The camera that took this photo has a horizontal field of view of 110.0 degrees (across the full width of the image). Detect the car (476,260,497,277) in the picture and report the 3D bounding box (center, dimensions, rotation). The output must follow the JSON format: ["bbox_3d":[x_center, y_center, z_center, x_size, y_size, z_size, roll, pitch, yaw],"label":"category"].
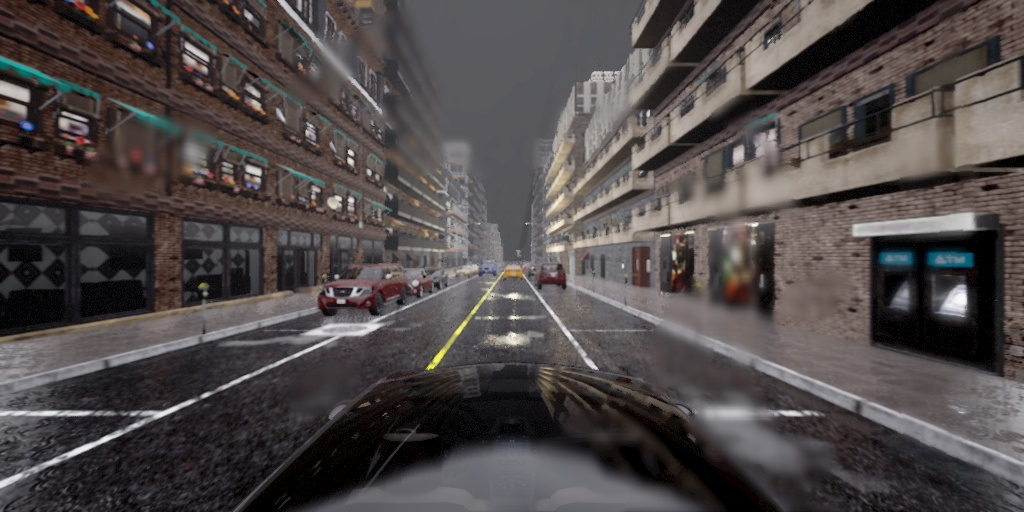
[{"bbox_3d":[-3.053,1.554,45.846,2.150,2.045,5.566,0,-1,0],"label":"car"}]

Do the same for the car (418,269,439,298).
[{"bbox_3d":[-5.676,1.431,20.108,1.967,1.591,4.097,0,0,0],"label":"car"}]

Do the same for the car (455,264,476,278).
[{"bbox_3d":[-5.656,1.816,42.593,1.751,1.417,4.829,0,0,0],"label":"car"}]

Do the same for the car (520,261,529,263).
[{"bbox_3d":[2.745,2.032,65.376,1.967,1.591,4.097,0,0,0],"label":"car"}]

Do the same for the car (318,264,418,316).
[{"bbox_3d":[-5.681,1.232,14.446,2.192,1.841,5.009,0,0,0],"label":"car"}]

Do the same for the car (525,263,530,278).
[{"bbox_3d":[2.725,1.856,42.723,1.948,1.339,4.313,0,0,0],"label":"car"}]

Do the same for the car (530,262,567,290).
[{"bbox_3d":[2.710,1.380,25.733,2.192,1.841,5.009,0,0,0],"label":"car"}]

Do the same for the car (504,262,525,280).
[{"bbox_3d":[0.129,1.702,37.740,1.882,1.535,5.008,0,-1,0],"label":"car"}]

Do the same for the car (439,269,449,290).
[{"bbox_3d":[-5.671,1.632,25.772,1.948,1.339,4.313,0,0,0],"label":"car"}]
